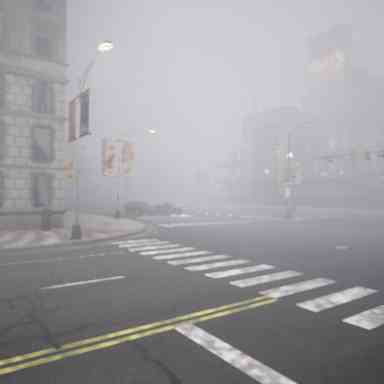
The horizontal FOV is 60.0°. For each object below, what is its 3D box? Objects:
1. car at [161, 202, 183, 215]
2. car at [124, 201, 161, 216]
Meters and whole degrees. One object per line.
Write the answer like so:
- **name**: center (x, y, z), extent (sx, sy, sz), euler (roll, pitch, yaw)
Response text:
- **car**: center (-2.810, 1.815, 37.567), extent (1.994, 1.385, 4.181), euler (1, -1, -36)
- **car**: center (-5.635, 1.711, 35.502), extent (1.837, 1.490, 4.892), euler (1, -1, -36)
